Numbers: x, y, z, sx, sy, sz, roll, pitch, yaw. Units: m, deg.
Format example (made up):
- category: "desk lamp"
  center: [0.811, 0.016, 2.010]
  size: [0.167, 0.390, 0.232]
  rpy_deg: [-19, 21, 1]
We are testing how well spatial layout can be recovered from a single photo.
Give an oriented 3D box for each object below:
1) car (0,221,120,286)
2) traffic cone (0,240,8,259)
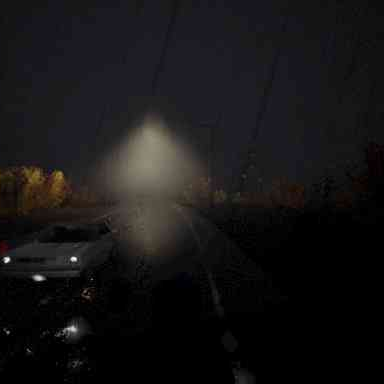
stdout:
- category: "car"
  center: [-3.371, 1.544, 9.396]
  size: [1.895, 1.301, 4.718]
  rpy_deg: [0, 0, -2]
- category: "traffic cone"
  center: [-6.252, 1.893, 11.087]
  size: [0.340, 0.580, 0.340]
  rpy_deg: [0, 0, -2]
